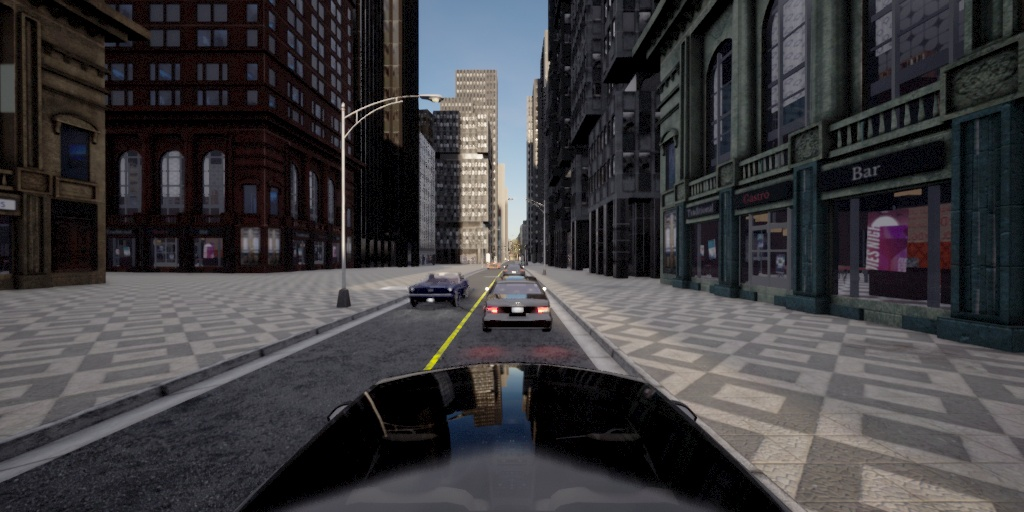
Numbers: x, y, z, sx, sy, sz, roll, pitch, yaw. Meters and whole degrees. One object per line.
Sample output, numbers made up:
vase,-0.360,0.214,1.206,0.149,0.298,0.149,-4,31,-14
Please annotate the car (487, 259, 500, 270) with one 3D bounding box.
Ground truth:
car,-2.861,1.275,58.057,2.097,1.767,4.553,0,-1,0

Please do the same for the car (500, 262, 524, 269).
car,0.178,1.363,32.484,1.994,1.385,4.181,0,0,0

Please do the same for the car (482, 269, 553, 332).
car,0.124,1.303,10.838,2.033,1.411,5.357,0,0,0

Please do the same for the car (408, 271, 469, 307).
car,-3.066,1.362,15.758,1.895,1.301,4.718,0,0,0
